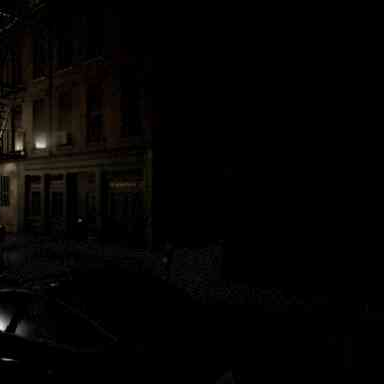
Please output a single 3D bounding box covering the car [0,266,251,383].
[{"bbox_3d":[-1.448,1.567,3.839,4.313,1.339,1.947,0,0,35],"label":"car"}]
